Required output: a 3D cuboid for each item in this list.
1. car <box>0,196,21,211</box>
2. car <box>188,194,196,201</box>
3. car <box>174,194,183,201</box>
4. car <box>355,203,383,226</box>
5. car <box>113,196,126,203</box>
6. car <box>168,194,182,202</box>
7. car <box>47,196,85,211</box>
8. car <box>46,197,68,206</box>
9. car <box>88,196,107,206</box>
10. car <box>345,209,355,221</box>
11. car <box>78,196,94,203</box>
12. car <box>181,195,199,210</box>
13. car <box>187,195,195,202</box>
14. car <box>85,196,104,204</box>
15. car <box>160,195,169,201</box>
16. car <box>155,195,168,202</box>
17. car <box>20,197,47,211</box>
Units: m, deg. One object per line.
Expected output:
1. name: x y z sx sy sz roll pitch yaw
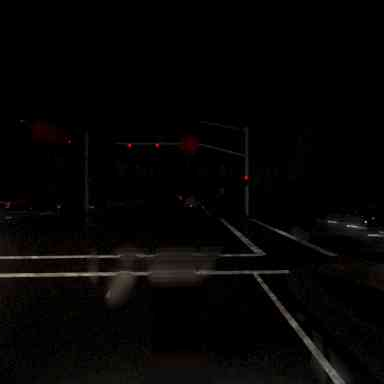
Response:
1. car: -22.204 1.352 40.697 2.097 1.767 4.553 0 0 0
2. car: 0.039 1.418 84.450 1.882 1.535 5.008 0 0 1
3. car: -3.460 1.295 84.503 2.097 1.767 4.553 0 0 1
4. car: 13.892 1.547 21.468 5.357 1.411 2.033 0 0 1
5. car: -15.175 1.551 69.573 1.994 1.385 4.181 0 0 0
6. car: -3.648 1.550 74.675 1.994 1.385 4.181 0 0 1
7. car: -15.203 1.489 40.388 2.128 1.511 4.902 0 0 0
8. car: -22.221 1.563 54.814 1.994 1.385 4.181 0 0 0
9. car: -15.227 1.563 53.896 1.994 1.385 4.181 0 0 0
10. car: 13.982 1.525 24.967 4.674 1.442 1.812 0 0 1
11. car: -22.176 1.523 69.891 1.812 1.442 4.674 0 0 0
12. car: -0.112 1.525 43.252 1.812 1.442 4.674 0 0 0
13. car: -0.151 1.521 74.270 1.812 1.442 4.674 0 0 1
14. car: -18.696 1.547 63.902 2.033 1.411 5.357 0 0 0
15. car: -6.959 1.464 84.616 1.812 1.442 4.674 0 0 1
16. car: -7.151 1.536 74.255 2.033 1.411 5.357 0 0 1
17. car: -18.734 1.546 41.512 2.033 1.411 5.357 0 0 0
